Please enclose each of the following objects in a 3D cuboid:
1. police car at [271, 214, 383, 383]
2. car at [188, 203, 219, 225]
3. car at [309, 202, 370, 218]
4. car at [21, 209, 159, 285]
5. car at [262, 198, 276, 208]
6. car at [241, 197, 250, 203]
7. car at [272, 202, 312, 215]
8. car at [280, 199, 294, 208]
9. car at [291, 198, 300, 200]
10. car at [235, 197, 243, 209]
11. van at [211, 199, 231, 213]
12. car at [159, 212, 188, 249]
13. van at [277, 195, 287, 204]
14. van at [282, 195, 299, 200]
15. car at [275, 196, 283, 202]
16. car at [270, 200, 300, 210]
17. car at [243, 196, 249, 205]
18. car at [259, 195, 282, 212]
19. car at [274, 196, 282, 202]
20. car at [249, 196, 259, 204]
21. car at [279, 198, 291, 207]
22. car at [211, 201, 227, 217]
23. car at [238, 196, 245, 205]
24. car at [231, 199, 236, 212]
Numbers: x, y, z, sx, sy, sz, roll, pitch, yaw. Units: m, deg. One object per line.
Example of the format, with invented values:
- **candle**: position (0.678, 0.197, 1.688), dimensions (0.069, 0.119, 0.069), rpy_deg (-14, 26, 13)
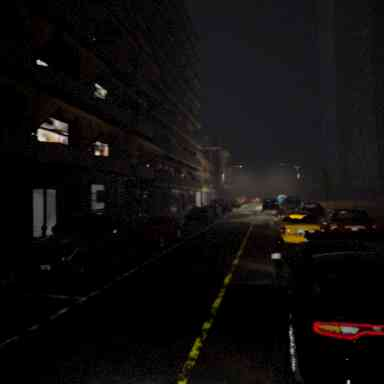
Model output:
- **police car**: position (2.393, 1.417, 5.420), dimensions (1.930, 1.638, 5.238), rpy_deg (-2, -1, 10)
- **car**: position (0.651, 1.853, 26.808), dimensions (1.947, 1.339, 4.313), rpy_deg (-1, 0, 13)
- **car**: position (6.399, 1.414, 14.113), dimensions (1.967, 1.590, 4.097), rpy_deg (-1, 0, 13)
- **car**: position (-2.990, 1.523, 10.501), dimensions (2.192, 1.841, 5.009), rpy_deg (-1, 0, 13)
- **car**: position (12.653, 1.745, 54.550), dimensions (2.128, 1.511, 4.902), rpy_deg (-2, -1, 13)
- **car**: position (13.989, 2.133, 86.604), dimensions (1.887, 1.381, 4.507), rpy_deg (-1, 0, 13)
- **car**: position (4.782, 1.490, 15.229), dimensions (1.801, 1.575, 5.366), rpy_deg (-2, -1, 13)
- **car**: position (14.890, 1.743, 52.164), dimensions (1.802, 1.307, 4.206), rpy_deg (-1, 0, 13)
- **car**: position (8.825, 1.466, 24.986), dimensions (1.967, 1.590, 4.097), rpy_deg (-1, 0, 13)
- **car**: position (6.714, 1.972, 53.987), dimensions (2.008, 1.369, 4.403), rpy_deg (-1, 0, 13)
- **van**: position (3.073, 1.682, 37.682), dimensions (1.690, 1.788, 3.998), rpy_deg (-1, 0, 13)
- **car**: position (-1.775, 1.779, 15.936), dimensions (1.887, 1.381, 4.507), rpy_deg (-1, 0, 13)
- **van**: position (18.524, 1.584, 68.475), dimensions (1.690, 1.788, 3.998), rpy_deg (-1, -1, 13)
- **van**: position (12.461, 1.448, 41.295), dimensions (1.690, 1.788, 3.998), rpy_deg (-1, 0, 13)
- **car**: position (22.201, 1.854, 84.947), dimensions (1.752, 1.417, 4.829), rpy_deg (-1, -1, 13)
- **car**: position (6.108, 1.517, 21.081), dimensions (1.801, 1.575, 5.366), rpy_deg (-2, -1, 13)
- **car**: position (10.348, 1.819, 70.298), dimensions (2.192, 1.841, 5.009), rpy_deg (-1, 0, 13)
- **car**: position (10.064, 1.546, 42.777), dimensions (2.097, 1.767, 4.553), rpy_deg (-2, -1, 13)
- **car**: position (23.376, 1.900, 90.217), dimensions (1.887, 1.381, 4.507), rpy_deg (-1, -1, 13)
- **car**: position (14.855, 1.816, 78.214), dimensions (2.097, 1.767, 4.553), rpy_deg (-2, -1, 13)
- **car**: position (16.138, 1.714, 57.766), dimensions (1.752, 1.417, 4.829), rpy_deg (-1, 0, 13)
- **car**: position (1.863, 1.865, 32.244), dimensions (2.008, 1.369, 4.403), rpy_deg (-1, 0, 13)
- **car**: position (7.889, 1.973, 59.259), dimensions (1.752, 1.417, 4.829), rpy_deg (-1, 0, 13)
- **car**: position (4.252, 1.892, 42.951), dimensions (1.752, 1.417, 4.829), rpy_deg (-1, 0, 13)
